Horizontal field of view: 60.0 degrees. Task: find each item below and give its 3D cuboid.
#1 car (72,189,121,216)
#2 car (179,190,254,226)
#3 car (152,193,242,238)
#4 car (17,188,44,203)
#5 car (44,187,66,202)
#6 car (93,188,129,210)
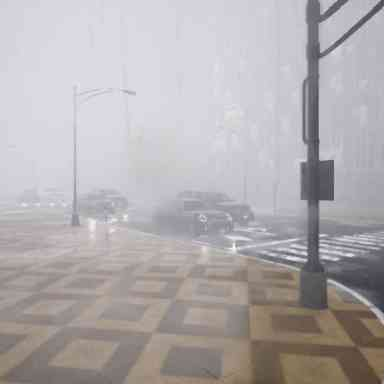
[{"bbox_3d":[-7.787,0.893,26.306,2.097,1.767,4.553,0,1,-38],"label":"car"},{"bbox_3d":[1.141,0.946,20.205,2.150,2.045,5.566,0,1,-40],"label":"car"},{"bbox_3d":[-0.051,1.121,16.510,2.097,1.767,4.553,0,1,-38],"label":"car"},{"bbox_3d":[-21.706,0.476,44.147,2.097,1.767,4.553,0,1,-38],"label":"car"},{"bbox_3d":[-19.439,0.321,46.530,2.150,2.045,5.566,0,1,-38],"label":"car"},{"bbox_3d":[-8.187,0.671,32.063,2.150,2.045,5.566,0,1,-38],"label":"car"}]
